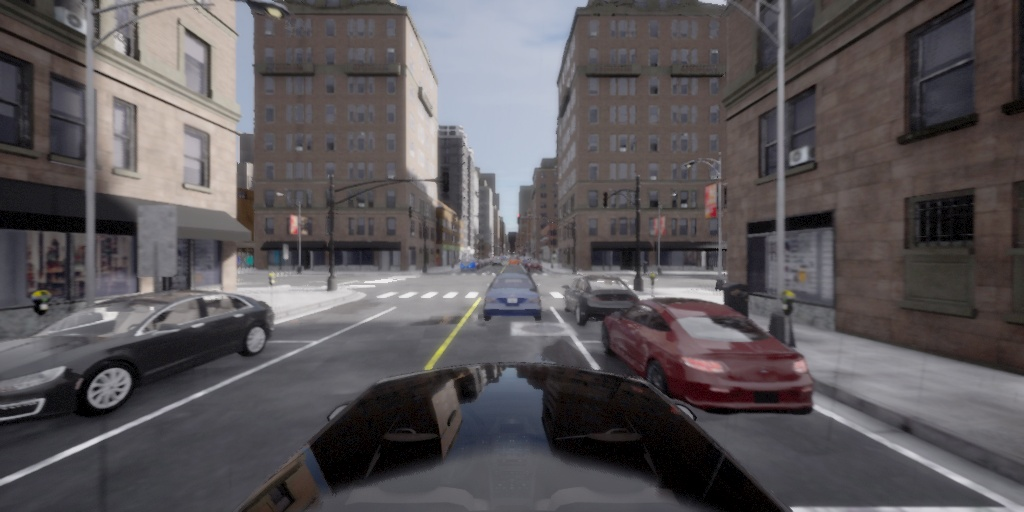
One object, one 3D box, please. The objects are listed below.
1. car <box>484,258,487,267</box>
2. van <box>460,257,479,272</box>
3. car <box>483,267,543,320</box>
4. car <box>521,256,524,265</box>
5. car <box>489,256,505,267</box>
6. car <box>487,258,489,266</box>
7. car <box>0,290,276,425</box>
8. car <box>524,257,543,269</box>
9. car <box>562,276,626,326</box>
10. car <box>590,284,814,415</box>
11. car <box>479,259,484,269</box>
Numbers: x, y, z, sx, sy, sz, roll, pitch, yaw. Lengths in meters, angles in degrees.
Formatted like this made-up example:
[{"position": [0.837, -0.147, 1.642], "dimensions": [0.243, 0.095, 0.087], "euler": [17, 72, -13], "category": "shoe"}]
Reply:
[{"position": [-5.593, 1.255, 57.460], "dimensions": [1.948, 1.339, 4.313], "euler": [0, 0, 0], "category": "car"}, {"position": [-5.658, 1.042, 46.123], "dimensions": [1.690, 1.789, 3.998], "euler": [0, 0, 0], "category": "van"}, {"position": [0.053, 1.285, 12.488], "dimensions": [2.033, 1.411, 5.357], "euler": [0, 0, 1], "category": "car"}, {"position": [2.933, 1.128, 57.415], "dimensions": [1.967, 1.591, 4.097], "euler": [0, 0, 0], "category": "car"}, {"position": [-2.716, 1.183, 65.342], "dimensions": [1.837, 1.490, 4.892], "euler": [0, 0, 1], "category": "car"}, {"position": [-5.561, 1.265, 63.128], "dimensions": [1.802, 1.307, 4.207], "euler": [0, 0, 0], "category": "car"}, {"position": [-5.852, 1.296, 5.839], "dimensions": [2.007, 1.370, 4.403], "euler": [0, 0, 0], "category": "car"}, {"position": [2.868, 1.140, 46.077], "dimensions": [1.967, 1.591, 4.097], "euler": [0, 0, 0], "category": "car"}, {"position": [2.681, 1.289, 11.427], "dimensions": [2.007, 1.370, 4.403], "euler": [0, 0, 0], "category": "car"}, {"position": [2.674, 1.327, 5.833], "dimensions": [1.802, 1.307, 4.207], "euler": [0, 0, 0], "category": "car"}, {"position": [-5.625, 1.135, 51.791], "dimensions": [1.967, 1.591, 4.097], "euler": [0, 0, 0], "category": "car"}]
